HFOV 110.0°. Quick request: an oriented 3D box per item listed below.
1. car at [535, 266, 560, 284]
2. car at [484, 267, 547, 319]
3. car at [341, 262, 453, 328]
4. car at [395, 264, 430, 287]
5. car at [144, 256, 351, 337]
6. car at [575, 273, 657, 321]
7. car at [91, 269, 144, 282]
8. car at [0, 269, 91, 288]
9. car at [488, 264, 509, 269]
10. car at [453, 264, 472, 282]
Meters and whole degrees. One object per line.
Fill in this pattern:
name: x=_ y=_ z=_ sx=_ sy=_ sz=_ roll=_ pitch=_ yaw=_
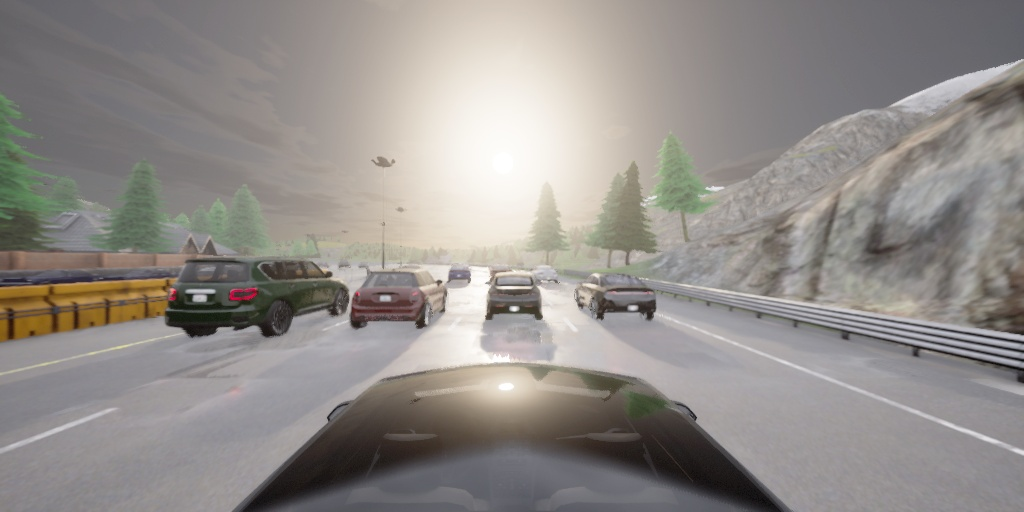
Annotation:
car: x=2.610 y=1.516 z=30.069 sx=1.812 sy=1.442 sz=4.674 roll=0 pitch=0 yaw=-6
car: x=0.038 y=1.353 z=13.296 sx=1.837 sy=1.490 sz=4.892 roll=0 pitch=0 yaw=-1
car: x=-3.446 y=1.180 z=11.810 sx=2.097 sy=1.767 sz=4.553 roll=0 pitch=-1 yaw=-1
car: x=-7.762 y=1.467 z=28.326 sx=1.837 sy=1.490 sz=4.892 roll=0 pitch=0 yaw=-5
car: x=-6.917 y=1.037 z=10.600 sx=2.150 sy=2.045 sz=5.566 roll=0 pitch=0 yaw=-1
car: x=3.540 y=1.342 z=13.012 sx=2.128 sy=1.511 sz=4.902 roll=0 pitch=0 yaw=-1
car: x=-25.171 y=1.505 z=24.628 sx=1.895 sy=1.301 sz=4.718 roll=0 pitch=0 yaw=-5
car: x=-28.520 y=1.483 z=22.612 sx=1.895 sy=1.301 sz=4.718 roll=0 pitch=0 yaw=-4
car: x=-1.060 y=1.475 z=31.538 sx=1.882 sy=1.535 sz=5.008 roll=0 pitch=0 yaw=-6
car: x=-4.568 y=1.470 z=31.521 sx=1.882 sy=1.535 sz=5.008 roll=0 pitch=0 yaw=-6
